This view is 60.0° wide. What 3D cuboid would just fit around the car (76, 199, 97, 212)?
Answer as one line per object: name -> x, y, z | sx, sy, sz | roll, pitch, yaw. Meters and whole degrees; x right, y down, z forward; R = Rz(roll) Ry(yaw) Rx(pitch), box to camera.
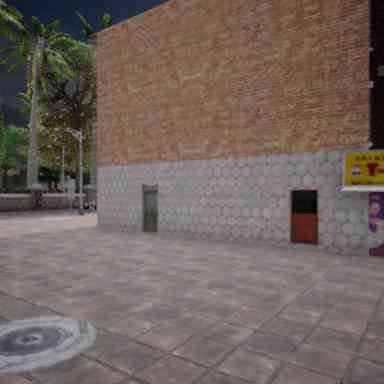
car -> -10.370, 1.457, 36.805 | 1.895, 1.301, 4.718 | 0, 0, 35
